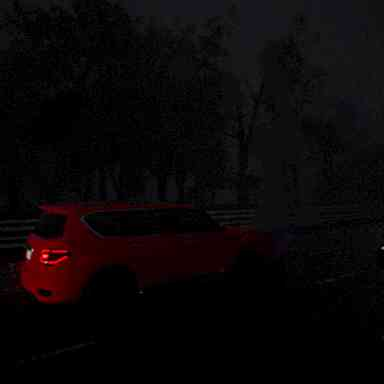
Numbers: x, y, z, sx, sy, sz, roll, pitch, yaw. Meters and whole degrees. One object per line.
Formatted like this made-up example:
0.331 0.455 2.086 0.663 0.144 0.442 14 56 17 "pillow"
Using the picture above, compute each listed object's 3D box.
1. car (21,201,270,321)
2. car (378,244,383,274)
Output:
-0.723 1.217 7.496 5.566 2.045 2.150 0 0 -35 "car"
6.570 1.484 8.311 4.902 1.511 2.128 0 0 -35 "car"
